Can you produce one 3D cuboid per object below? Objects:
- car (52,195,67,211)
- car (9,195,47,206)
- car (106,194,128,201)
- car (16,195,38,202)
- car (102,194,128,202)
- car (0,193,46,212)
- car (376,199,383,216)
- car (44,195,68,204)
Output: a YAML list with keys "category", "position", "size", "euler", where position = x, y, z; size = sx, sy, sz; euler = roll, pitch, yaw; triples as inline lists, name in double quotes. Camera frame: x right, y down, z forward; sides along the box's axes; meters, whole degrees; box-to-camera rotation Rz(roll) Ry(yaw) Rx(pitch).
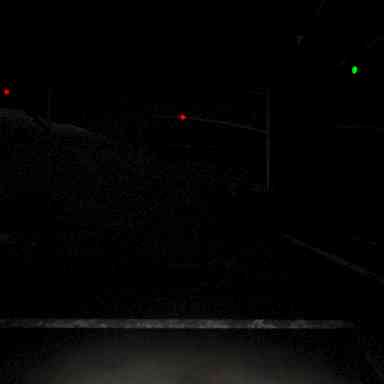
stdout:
- category: "car"
  position: [-16.218, 1.334, 36.595]
  size: [3.806, 1.475, 1.970]
  euler: [0, 0, -1]
- category: "car"
  position: [-24.071, 1.262, 48.960]
  size: [4.514, 1.523, 2.007]
  euler: [0, 0, -1]
- category: "car"
  position: [-16.579, 1.286, 73.988]
  size: [4.514, 1.523, 2.007]
  euler: [0, 0, -1]
- category: "car"
  position: [-35.171, 1.333, 70.870]
  size: [3.806, 1.475, 1.970]
  euler: [0, 0, -1]
- category: "car"
  position: [-16.505, 1.279, 70.851]
  size: [5.027, 1.636, 2.152]
  euler: [0, 0, -1]
- category: "car"
  position: [-16.806, 1.053, 33.266]
  size: [3.866, 1.878, 1.905]
  euler: [0, 0, -1]
- category: "car"
  position: [17.197, 1.456, 32.953]
  size: [2.242, 1.667, 4.611]
  euler: [0, 0, -1]
- category: "car"
  position: [-24.097, 1.277, 58.953]
  size: [3.633, 1.501, 1.845]
  euler: [0, 0, -1]
